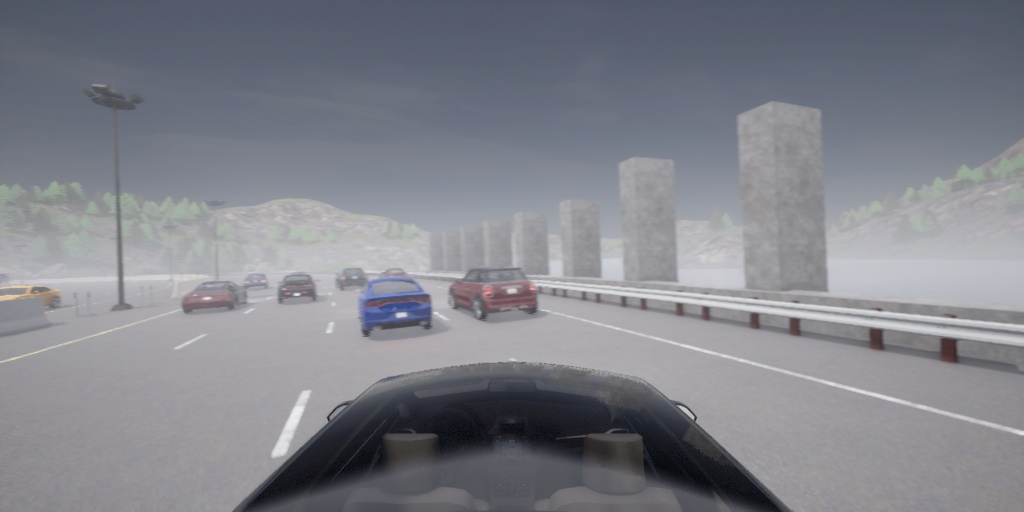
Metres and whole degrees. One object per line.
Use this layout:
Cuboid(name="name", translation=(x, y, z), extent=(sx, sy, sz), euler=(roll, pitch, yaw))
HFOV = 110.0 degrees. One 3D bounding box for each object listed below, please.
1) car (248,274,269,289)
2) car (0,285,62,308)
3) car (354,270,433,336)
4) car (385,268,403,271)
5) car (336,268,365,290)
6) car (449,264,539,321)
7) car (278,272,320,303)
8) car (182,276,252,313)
Cuboid(name="car", translation=(-24.357, 2.405, 34.168), extent=(2.033, 1.411, 5.357), euler=(-2, 0, -33))
Cuboid(name="car", translation=(-28.529, 2.469, 20.680), extent=(1.882, 1.535, 5.008), euler=(-2, 0, -30))
Cuboid(name="car", translation=(-3.881, 1.417, 11.495), extent=(1.882, 1.535, 5.008), euler=(-2, 0, -25))
Cuboid(name="car", translation=(-10.372, 1.794, 31.492), extent=(1.812, 1.442, 4.674), euler=(-2, 0, -31))
Cuboid(name="car", translation=(-13.039, 1.724, 29.125), extent=(2.097, 1.767, 4.553), euler=(-2, 0, -30))
Cuboid(name="car", translation=(-0.879, 1.172, 13.306), extent=(2.097, 1.767, 4.553), euler=(-2, 0, -25))
Cuboid(name="car", translation=(-12.579, 1.835, 21.183), extent=(1.837, 1.490, 4.892), euler=(-2, 0, -28))
Cuboid(name="car", translation=(-15.069, 1.989, 18.382), extent=(1.994, 1.385, 4.181), euler=(-2, 0, -28))
